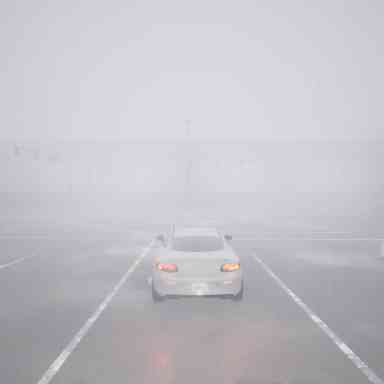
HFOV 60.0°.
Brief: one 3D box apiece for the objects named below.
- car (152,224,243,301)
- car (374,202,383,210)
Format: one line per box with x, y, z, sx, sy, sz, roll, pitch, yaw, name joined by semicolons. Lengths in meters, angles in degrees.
0.075;1.527;8.210;1.812;1.442;4.674;0;0;-1;car
23.307;1.397;37.840;4.674;1.442;1.812;-1;0;2;car
